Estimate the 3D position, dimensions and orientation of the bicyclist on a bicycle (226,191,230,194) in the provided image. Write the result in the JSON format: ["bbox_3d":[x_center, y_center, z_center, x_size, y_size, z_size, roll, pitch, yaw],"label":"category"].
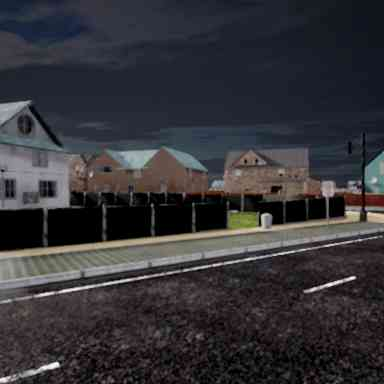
[{"bbox_3d":[4.227,0.656,39.038,0.582,1.620,1.656,1,1,19],"label":"bicyclist on a bicycle"}]
